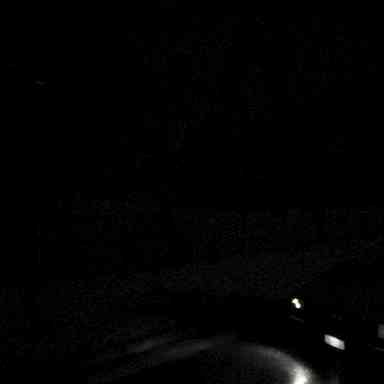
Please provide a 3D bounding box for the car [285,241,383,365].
[{"bbox_3d":[4.040,1.581,5.868,5.357,1.411,2.033,0,0,-35],"label":"car"}]
